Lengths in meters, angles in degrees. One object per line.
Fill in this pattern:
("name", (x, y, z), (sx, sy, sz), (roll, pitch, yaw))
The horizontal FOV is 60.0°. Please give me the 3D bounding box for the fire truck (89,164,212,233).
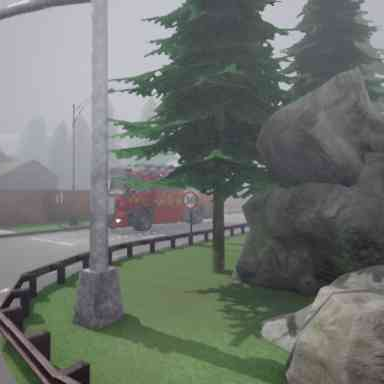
("fire truck", (-2.151, 0.304, 20.904), (2.891, 3.827, 8.468), (0, 0, 36))
